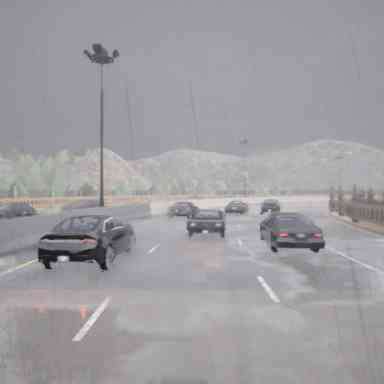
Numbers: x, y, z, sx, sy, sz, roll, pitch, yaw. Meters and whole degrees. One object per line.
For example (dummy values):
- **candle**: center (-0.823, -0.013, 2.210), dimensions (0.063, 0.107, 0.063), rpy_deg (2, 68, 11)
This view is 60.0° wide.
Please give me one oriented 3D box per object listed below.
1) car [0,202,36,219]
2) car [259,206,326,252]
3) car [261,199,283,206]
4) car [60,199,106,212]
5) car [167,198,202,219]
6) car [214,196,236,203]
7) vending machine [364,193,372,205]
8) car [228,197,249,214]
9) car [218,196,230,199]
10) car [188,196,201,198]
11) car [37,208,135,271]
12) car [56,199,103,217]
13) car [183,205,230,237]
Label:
- **car**: center (-15.237, 1.563, 28.176), dimensions (1.994, 1.385, 4.181), rpy_deg (0, 0, 12)
- **car**: center (3.975, 1.548, 13.957), dimensions (2.033, 1.411, 5.357), rpy_deg (0, 0, 5)
- **car**: center (8.237, 1.506, 34.267), dimensions (1.837, 1.490, 4.892), rpy_deg (0, 0, 18)
- **car**: center (-8.469, 1.505, 26.507), dimensions (1.837, 1.490, 4.892), rpy_deg (0, 0, 12)
- **car**: center (-0.638, 1.548, 28.952), dimensions (2.033, 1.411, 5.357), rpy_deg (0, 0, 14)
- **car**: center (6.963, 1.534, 69.461), dimensions (2.033, 1.411, 5.357), rpy_deg (0, 0, 37)
- **vending machine**: center (31.354, 1.197, 59.223), dimensions (1.100, 2.100, 0.880), rpy_deg (0, 0, 42)
- **car**: center (4.819, 1.565, 35.035), dimensions (1.994, 1.385, 4.181), rpy_deg (0, 0, 18)
- **car**: center (7.262, 1.559, 63.792), dimensions (1.994, 1.385, 4.181), rpy_deg (0, 0, 34)
- **car**: center (0.215, 1.507, 65.931), dimensions (1.837, 1.490, 4.892), rpy_deg (0, 0, 33)
- **car**: center (-3.197, 1.492, 10.949), dimensions (2.128, 1.511, 4.902), rpy_deg (0, 0, 2)
- **car**: center (-10.753, 1.505, 32.207), dimensions (1.837, 1.490, 4.892), rpy_deg (0, 0, 15)
- **car**: center (0.925, 1.602, 18.086), dimensions (1.895, 1.301, 4.718), rpy_deg (0, 0, 7)
